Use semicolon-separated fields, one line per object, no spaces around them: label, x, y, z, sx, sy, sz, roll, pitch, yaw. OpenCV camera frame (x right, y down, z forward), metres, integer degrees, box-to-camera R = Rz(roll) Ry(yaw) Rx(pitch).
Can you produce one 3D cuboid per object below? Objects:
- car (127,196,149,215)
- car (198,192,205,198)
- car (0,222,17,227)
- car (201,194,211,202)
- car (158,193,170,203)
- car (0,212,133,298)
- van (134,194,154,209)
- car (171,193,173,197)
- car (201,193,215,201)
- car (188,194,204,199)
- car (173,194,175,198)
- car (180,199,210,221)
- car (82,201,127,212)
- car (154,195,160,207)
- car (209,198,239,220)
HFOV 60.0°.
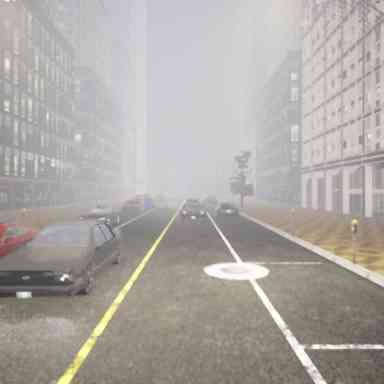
car;-5.690;1.383;32.143;1.887;1.381;4.507;0;0;0
car;2.686;0.934;94.740;1.967;1.590;4.097;0;0;0
car;-5.687;1.536;9.373;1.802;1.307;4.206;0;0;0
car;2.688;1.179;66.452;1.752;1.417;4.829;0;0;0
car;-5.692;1.126;60.603;1.967;1.590;4.097;0;0;0
car;-3.101;1.504;8.804;2.033;1.411;5.357;0;0;0
van;-5.689;1.150;37.835;1.690;1.788;3.998;0;0;0
car;-5.693;1.188;71.989;1.947;1.339;4.313;0;0;0
car;2.690;1.189;49.205;1.967;1.590;4.097;0;0;0
car;0.097;1.355;41.280;1.994;1.385;4.181;0;0;0
car;-5.695;1.020;94.586;1.752;1.417;4.829;0;0;0
car;0.098;1.473;25.509;1.895;1.301;4.718;0;0;0
car;-5.689;1.448;20.759;2.008;1.369;4.403;0;0;0
car;-5.691;1.361;43.528;1.802;1.307;4.206;0;0;0
car;2.691;1.434;26.439;1.947;1.339;4.313;0;0;0
